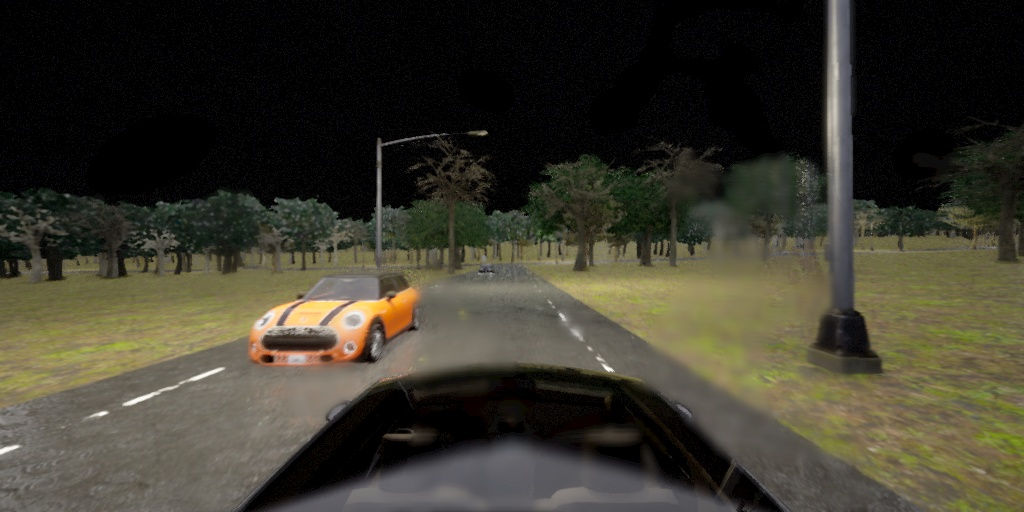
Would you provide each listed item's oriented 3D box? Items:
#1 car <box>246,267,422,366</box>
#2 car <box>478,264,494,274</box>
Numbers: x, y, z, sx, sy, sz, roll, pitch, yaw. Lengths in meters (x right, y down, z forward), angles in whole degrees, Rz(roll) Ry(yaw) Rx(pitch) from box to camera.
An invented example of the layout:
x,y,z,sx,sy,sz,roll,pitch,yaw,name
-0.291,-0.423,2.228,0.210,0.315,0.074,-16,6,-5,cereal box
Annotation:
x,y,z,sx,sy,sz,roll,pitch,yaw,name
-3.601,1.161,8.259,2.097,1.767,4.553,0,-1,0,car
-3.566,1.783,50.828,1.994,1.385,4.181,0,-1,1,car
